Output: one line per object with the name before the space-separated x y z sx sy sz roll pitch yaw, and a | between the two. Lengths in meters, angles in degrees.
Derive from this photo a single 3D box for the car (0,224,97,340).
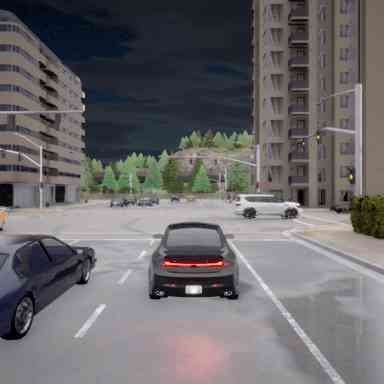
car | -3.466 1.547 6.468 2.033 1.411 5.357 0 0 0

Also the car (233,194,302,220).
car | 6.148 1.221 27.431 5.566 2.045 2.150 0 0 0

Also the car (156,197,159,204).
car | -7.222 1.564 61.844 1.994 1.385 4.181 0 0 0

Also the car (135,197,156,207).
car | -7.223 1.525 51.931 1.812 1.442 4.674 0 0 -1

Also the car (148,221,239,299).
car | 0.042 1.505 8.400 1.837 1.490 4.892 0 0 0

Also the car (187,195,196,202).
car | -0.183 1.477 73.808 1.882 1.535 5.008 0 0 0

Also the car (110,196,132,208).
car | -10.719 1.491 48.962 2.128 1.511 4.902 0 0 0

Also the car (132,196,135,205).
car | -10.720 1.505 58.236 1.837 1.490 4.892 0 0 0

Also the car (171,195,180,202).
car | -3.683 1.500 73.801 1.837 1.490 4.892 0 0 0

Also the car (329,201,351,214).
car | 17.258 1.547 34.548 5.357 1.411 2.033 0 0 0

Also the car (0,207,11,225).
car | -11.020 1.352 16.889 2.097 1.767 4.553 0 0 -17
